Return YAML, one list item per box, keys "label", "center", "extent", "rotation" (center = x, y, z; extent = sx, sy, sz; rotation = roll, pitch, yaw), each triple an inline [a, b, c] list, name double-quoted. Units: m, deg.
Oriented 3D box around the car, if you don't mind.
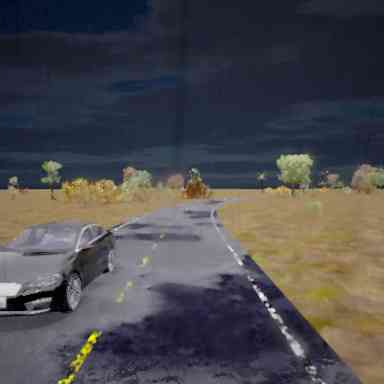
- label: "car"
  center: [-3.089, 1.469, 7.684]
  extent: [2.128, 1.511, 4.902]
  rotation: [0, 0, 0]
